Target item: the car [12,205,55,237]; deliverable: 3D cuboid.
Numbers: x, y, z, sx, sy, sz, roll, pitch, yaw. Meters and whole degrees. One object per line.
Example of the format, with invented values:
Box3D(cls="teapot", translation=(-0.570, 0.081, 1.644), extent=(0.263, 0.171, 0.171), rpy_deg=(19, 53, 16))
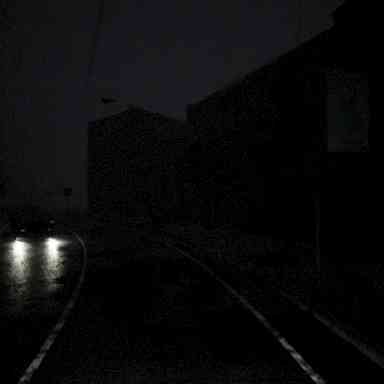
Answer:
Box3D(cls="car", translation=(-9.034, 1.518, 18.781), extent=(1.882, 1.535, 5.008), rpy_deg=(1, 0, -31))
